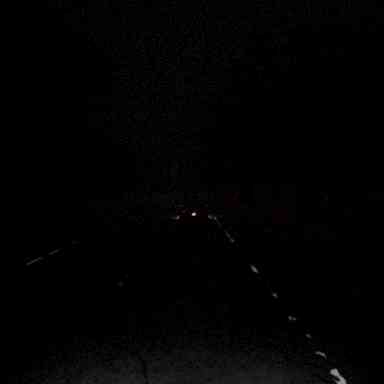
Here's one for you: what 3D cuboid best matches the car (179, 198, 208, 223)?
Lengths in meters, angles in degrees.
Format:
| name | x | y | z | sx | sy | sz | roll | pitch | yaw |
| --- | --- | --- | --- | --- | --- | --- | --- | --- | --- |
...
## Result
| name | x | y | z | sx | sy | sz | roll | pitch | yaw |
| --- | --- | --- | --- | --- | --- | --- | --- | --- | --- |
| car | 0.124 | 1.413 | 23.817 | 1.994 | 1.385 | 4.181 | -1 | 0 | 0 |
